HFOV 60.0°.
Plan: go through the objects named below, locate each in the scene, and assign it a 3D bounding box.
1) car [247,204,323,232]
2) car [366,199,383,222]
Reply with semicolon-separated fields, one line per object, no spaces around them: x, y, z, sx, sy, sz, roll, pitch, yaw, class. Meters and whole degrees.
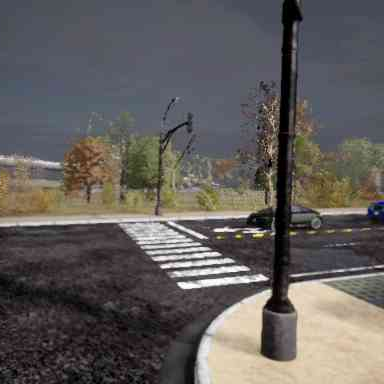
5.283;1.381;18.898;4.181;1.385;1.994;0;2;-19;car
14.351;0.978;22.058;5.566;2.045;2.150;0;2;-19;car
